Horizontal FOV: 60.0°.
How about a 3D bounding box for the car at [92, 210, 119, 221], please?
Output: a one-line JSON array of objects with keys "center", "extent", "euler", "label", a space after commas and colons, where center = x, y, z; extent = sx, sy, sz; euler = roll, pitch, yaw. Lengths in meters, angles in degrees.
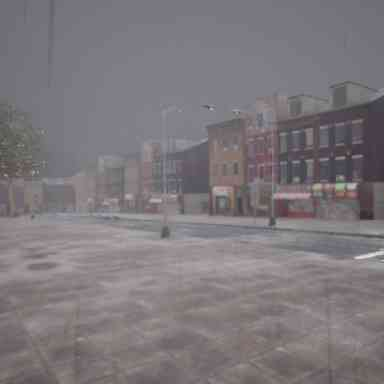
[{"center": [-10.838, 2.870, 41.410], "extent": [1.895, 1.301, 4.718], "euler": [-1, -2, -36], "label": "car"}]
